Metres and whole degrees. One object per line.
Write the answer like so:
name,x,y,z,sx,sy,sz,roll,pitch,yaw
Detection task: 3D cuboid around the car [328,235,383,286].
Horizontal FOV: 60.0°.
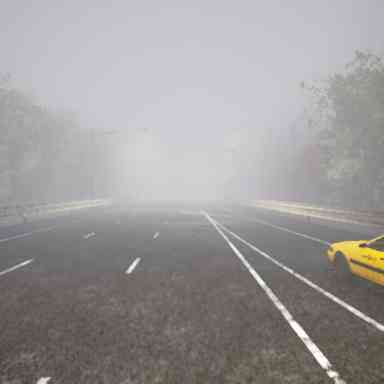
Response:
car,4.791,1.445,6.955,1.801,1.575,5.366,0,0,-5
